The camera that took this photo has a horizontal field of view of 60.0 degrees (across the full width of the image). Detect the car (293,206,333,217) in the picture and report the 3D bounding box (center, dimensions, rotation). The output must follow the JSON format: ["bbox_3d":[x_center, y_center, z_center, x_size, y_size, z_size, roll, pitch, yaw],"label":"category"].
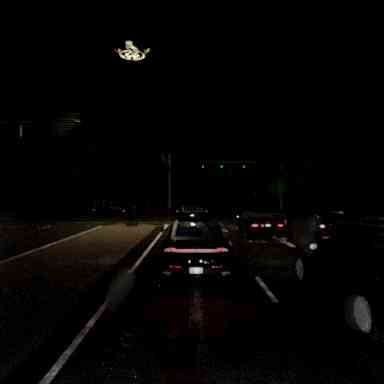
[{"bbox_3d":[7.091,1.613,20.512,1.837,1.490,4.892,0,0,0],"label":"car"}]

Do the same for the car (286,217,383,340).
[{"bbox_3d":[3.597,1.513,6.613,1.882,1.535,5.008,0,0,0],"label":"car"}]

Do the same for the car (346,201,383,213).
[{"bbox_3d":[21.276,1.755,39.585,5.357,1.411,2.033,0,0,1],"label":"car"}]

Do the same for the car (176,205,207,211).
[{"bbox_3d":[0.004,1.623,22.124,1.837,1.490,4.892,0,0,-1],"label":"car"}]

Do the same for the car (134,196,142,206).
[{"bbox_3d":[-11.534,1.845,64.902,1.837,1.490,4.892,0,0,0],"label":"car"}]

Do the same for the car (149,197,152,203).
[{"bbox_3d":[-11.535,1.972,85.578,2.128,1.511,4.902,0,0,0],"label":"car"}]

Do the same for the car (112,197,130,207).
[{"bbox_3d":[-11.625,1.858,56.080,1.994,1.385,4.181,0,0,1],"label":"car"}]

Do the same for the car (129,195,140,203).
[{"bbox_3d":[-15.026,1.802,86.611,2.097,1.767,4.553,0,0,0],"label":"car"}]

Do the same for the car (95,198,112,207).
[{"bbox_3d":[-15.085,1.774,56.564,1.882,1.535,5.008,0,0,0],"label":"car"}]

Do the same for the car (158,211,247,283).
[{"bbox_3d":[0.095,1.544,9.830,2.128,1.511,4.902,0,0,0],"label":"car"}]

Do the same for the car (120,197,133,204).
[{"bbox_3d":[-15.040,1.926,76.444,2.128,1.511,4.902,0,0,0],"label":"car"}]

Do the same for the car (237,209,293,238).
[{"bbox_3d":[3.591,1.643,18.222,2.033,1.411,5.357,0,0,0],"label":"car"}]

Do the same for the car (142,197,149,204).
[{"bbox_3d":[-11.539,1.918,75.172,1.812,1.442,4.674,0,0,0],"label":"car"}]

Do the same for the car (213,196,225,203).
[{"bbox_3d":[6.959,1.790,83.101,2.097,1.767,4.553,0,0,0],"label":"car"}]

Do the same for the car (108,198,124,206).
[{"bbox_3d":[-15.034,1.895,66.341,2.033,1.411,5.357,0,0,0],"label":"car"}]
